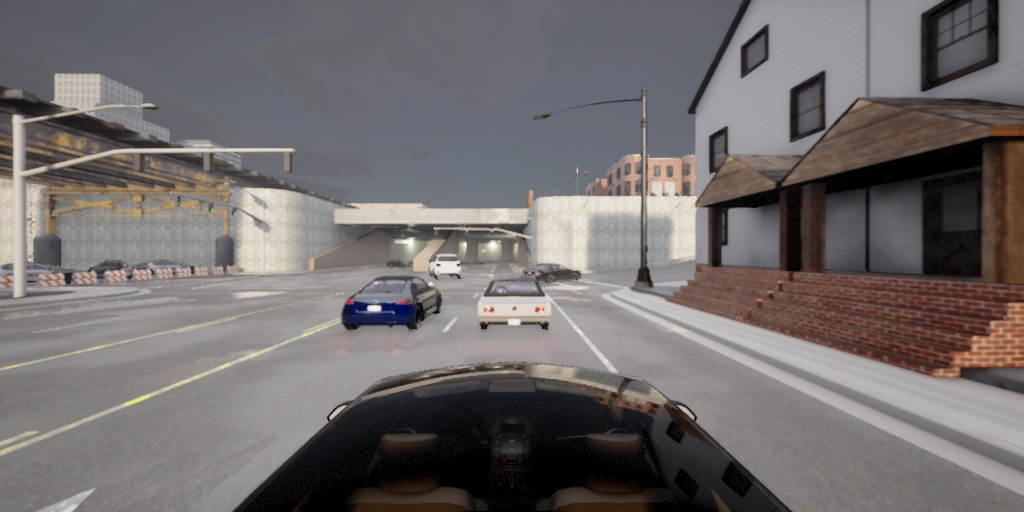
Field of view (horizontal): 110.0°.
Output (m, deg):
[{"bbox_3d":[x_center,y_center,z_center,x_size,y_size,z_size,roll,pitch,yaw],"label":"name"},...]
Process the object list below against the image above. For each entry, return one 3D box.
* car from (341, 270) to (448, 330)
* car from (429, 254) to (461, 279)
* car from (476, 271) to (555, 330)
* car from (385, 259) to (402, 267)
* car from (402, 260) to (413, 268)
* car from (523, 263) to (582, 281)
[{"bbox_3d":[-3.432,1.279,10.974,1.994,1.385,4.181,0,0,0],"label":"car"},{"bbox_3d":[-5.856,0.865,30.964,2.150,2.045,5.566,0,0,-19],"label":"car"},{"bbox_3d":[0.069,1.317,10.929,1.895,1.301,4.718,0,0,0],"label":"car"},{"bbox_3d":[-18.570,1.114,57.004,1.994,1.385,4.181,0,0,-1],"label":"car"},{"bbox_3d":[-15.050,1.100,56.301,2.033,1.411,5.357,0,0,-1],"label":"car"},{"bbox_3d":[2.994,1.239,26.493,2.033,1.411,5.357,0,0,44],"label":"car"}]
